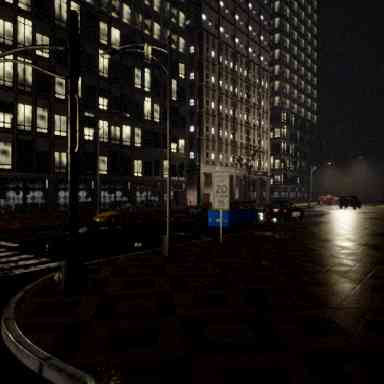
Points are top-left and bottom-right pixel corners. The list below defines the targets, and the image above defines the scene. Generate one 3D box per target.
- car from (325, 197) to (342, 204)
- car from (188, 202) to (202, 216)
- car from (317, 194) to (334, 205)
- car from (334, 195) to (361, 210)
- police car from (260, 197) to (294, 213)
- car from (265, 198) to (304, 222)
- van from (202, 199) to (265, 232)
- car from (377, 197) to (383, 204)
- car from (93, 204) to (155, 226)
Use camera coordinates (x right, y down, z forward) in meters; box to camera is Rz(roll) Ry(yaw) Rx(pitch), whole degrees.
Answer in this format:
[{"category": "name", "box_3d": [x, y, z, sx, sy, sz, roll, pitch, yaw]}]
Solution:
[{"category": "car", "box_3d": [28.530, 1.624, 66.953, 2.008, 1.369, 4.403, 0, 0, 38]}, {"category": "car", "box_3d": [1.342, 1.604, 31.711, 1.802, 1.307, 4.206, 0, 0, 38]}, {"category": "car", "box_3d": [25.132, 1.381, 62.548, 2.192, 1.841, 5.009, 0, 0, 38]}, {"category": "car", "box_3d": [21.175, 1.368, 44.518, 2.192, 1.841, 5.009, 0, 0, 38]}, {"category": "police car", "box_3d": [9.967, 1.459, 38.689, 1.930, 1.638, 5.238, 0, 0, 38]}, {"category": "car", "box_3d": [7.581, 1.472, 26.897, 1.967, 1.590, 4.097, 0, 0, 38]}, {"category": "van", "box_3d": [2.612, 1.368, 20.273, 1.690, 1.788, 3.998, 0, 0, 38]}, {"category": "car", "box_3d": [38.167, 1.658, 66.543, 1.947, 1.339, 4.313, 0, 0, 38]}, {"category": "car", "box_3d": [-4.774, 1.540, 23.995, 1.752, 1.417, 4.829, 0, 0, 38]}]
